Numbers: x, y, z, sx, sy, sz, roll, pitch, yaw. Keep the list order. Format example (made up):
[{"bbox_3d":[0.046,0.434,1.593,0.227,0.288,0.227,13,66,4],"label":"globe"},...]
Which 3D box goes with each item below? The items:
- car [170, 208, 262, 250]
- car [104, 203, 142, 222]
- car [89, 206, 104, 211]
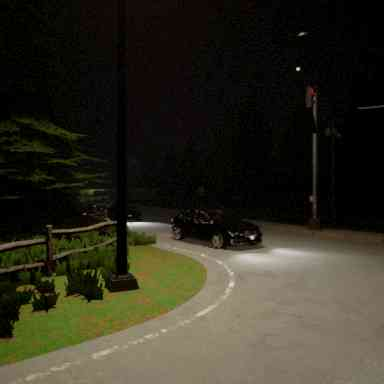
[{"bbox_3d":[0.870,1.479,14.464,1.837,1.490,4.892,0,0,-35],"label":"car"},{"bbox_3d":[-5.282,1.537,25.845,1.994,1.385,4.181,0,0,-24],"label":"car"},{"bbox_3d":[-10.582,1.499,37.702,1.812,1.442,4.674,0,0,-24],"label":"car"}]
